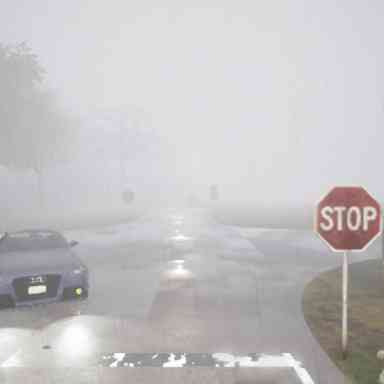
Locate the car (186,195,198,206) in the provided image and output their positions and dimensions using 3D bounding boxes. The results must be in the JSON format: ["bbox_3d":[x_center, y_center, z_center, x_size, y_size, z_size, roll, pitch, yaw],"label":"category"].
[{"bbox_3d":[0.043,1.656,58.609,2.033,1.411,5.357,0,0,-1],"label":"car"}]

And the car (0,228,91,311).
[{"bbox_3d":[-3.681,1.566,7.726,1.994,1.385,4.181,0,0,-28],"label":"car"}]
